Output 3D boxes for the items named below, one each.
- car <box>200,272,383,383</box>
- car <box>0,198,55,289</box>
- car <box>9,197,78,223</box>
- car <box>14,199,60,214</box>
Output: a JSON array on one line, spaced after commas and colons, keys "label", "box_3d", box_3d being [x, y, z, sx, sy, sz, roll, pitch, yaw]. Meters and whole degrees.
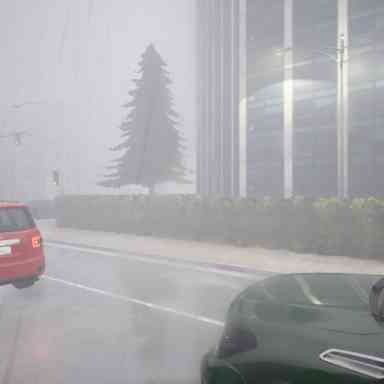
[{"label": "car", "box_3d": [2.730, 1.221, 2.043, 5.566, 2.045, 2.150, 0, 0, 36]}, {"label": "car", "box_3d": [-5.740, 1.221, 8.023, 5.566, 2.045, 2.150, 0, 0, 38]}, {"label": "car", "box_3d": [-11.663, 1.352, 26.432, 2.097, 1.767, 4.553, 0, 0, 36]}, {"label": "car", "box_3d": [-17.178, 1.564, 37.017, 1.994, 1.385, 4.181, 0, 0, 36]}]
